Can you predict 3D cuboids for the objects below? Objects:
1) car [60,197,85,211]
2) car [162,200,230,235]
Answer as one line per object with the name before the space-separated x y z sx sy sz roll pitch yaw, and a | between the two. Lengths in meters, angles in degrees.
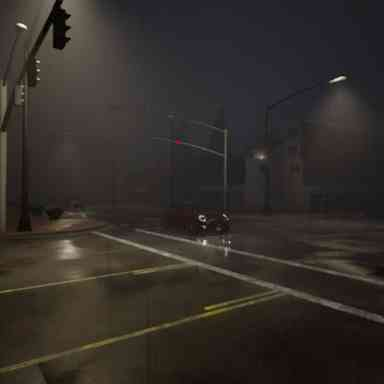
car | -14.443 1.333 40.026 1.882 1.535 5.008 1 0 -35
car | 0.112 1.362 19.239 2.097 1.767 4.553 0 0 -35
